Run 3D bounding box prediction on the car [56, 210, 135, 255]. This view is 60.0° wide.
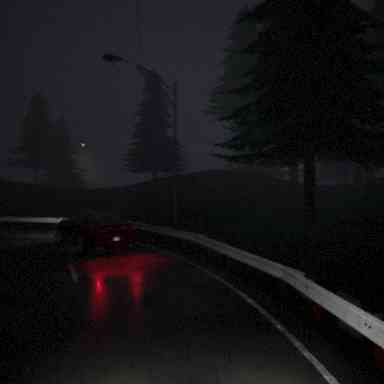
[{"bbox_3d":[-4.088,1.479,13.656,1.882,1.535,5.008,1,0,-36],"label":"car"}]
